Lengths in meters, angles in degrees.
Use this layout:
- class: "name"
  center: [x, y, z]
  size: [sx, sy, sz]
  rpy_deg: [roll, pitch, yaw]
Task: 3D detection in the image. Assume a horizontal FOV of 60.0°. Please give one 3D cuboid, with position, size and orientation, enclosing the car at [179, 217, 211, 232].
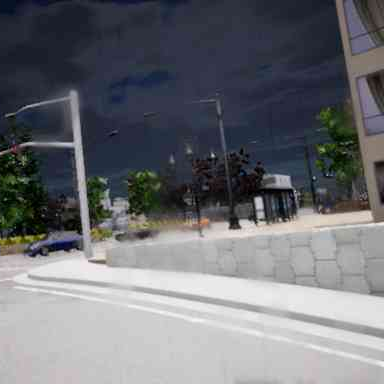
- class: "car"
  center: [0.372, 3.968, 41.659]
  size: [2.097, 1.767, 4.553]
  rpy_deg: [-11, -6, 36]

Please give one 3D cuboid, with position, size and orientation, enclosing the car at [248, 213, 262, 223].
- class: "car"
  center: [9.939, 3.514, 48.493]
  size: [1.882, 1.535, 5.008]
  rpy_deg: [-11, -6, 37]

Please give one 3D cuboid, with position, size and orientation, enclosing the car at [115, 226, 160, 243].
- class: "car"
  center: [-5.507, 4.238, 33.612]
  size: [1.895, 1.301, 4.718]
  rpy_deg: [-11, -6, 36]

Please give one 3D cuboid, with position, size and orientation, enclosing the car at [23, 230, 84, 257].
- class: "car"
  center: [-10.891, 4.011, 26.339]
  size: [2.097, 1.767, 4.553]
  rpy_deg: [-11, -6, 36]
